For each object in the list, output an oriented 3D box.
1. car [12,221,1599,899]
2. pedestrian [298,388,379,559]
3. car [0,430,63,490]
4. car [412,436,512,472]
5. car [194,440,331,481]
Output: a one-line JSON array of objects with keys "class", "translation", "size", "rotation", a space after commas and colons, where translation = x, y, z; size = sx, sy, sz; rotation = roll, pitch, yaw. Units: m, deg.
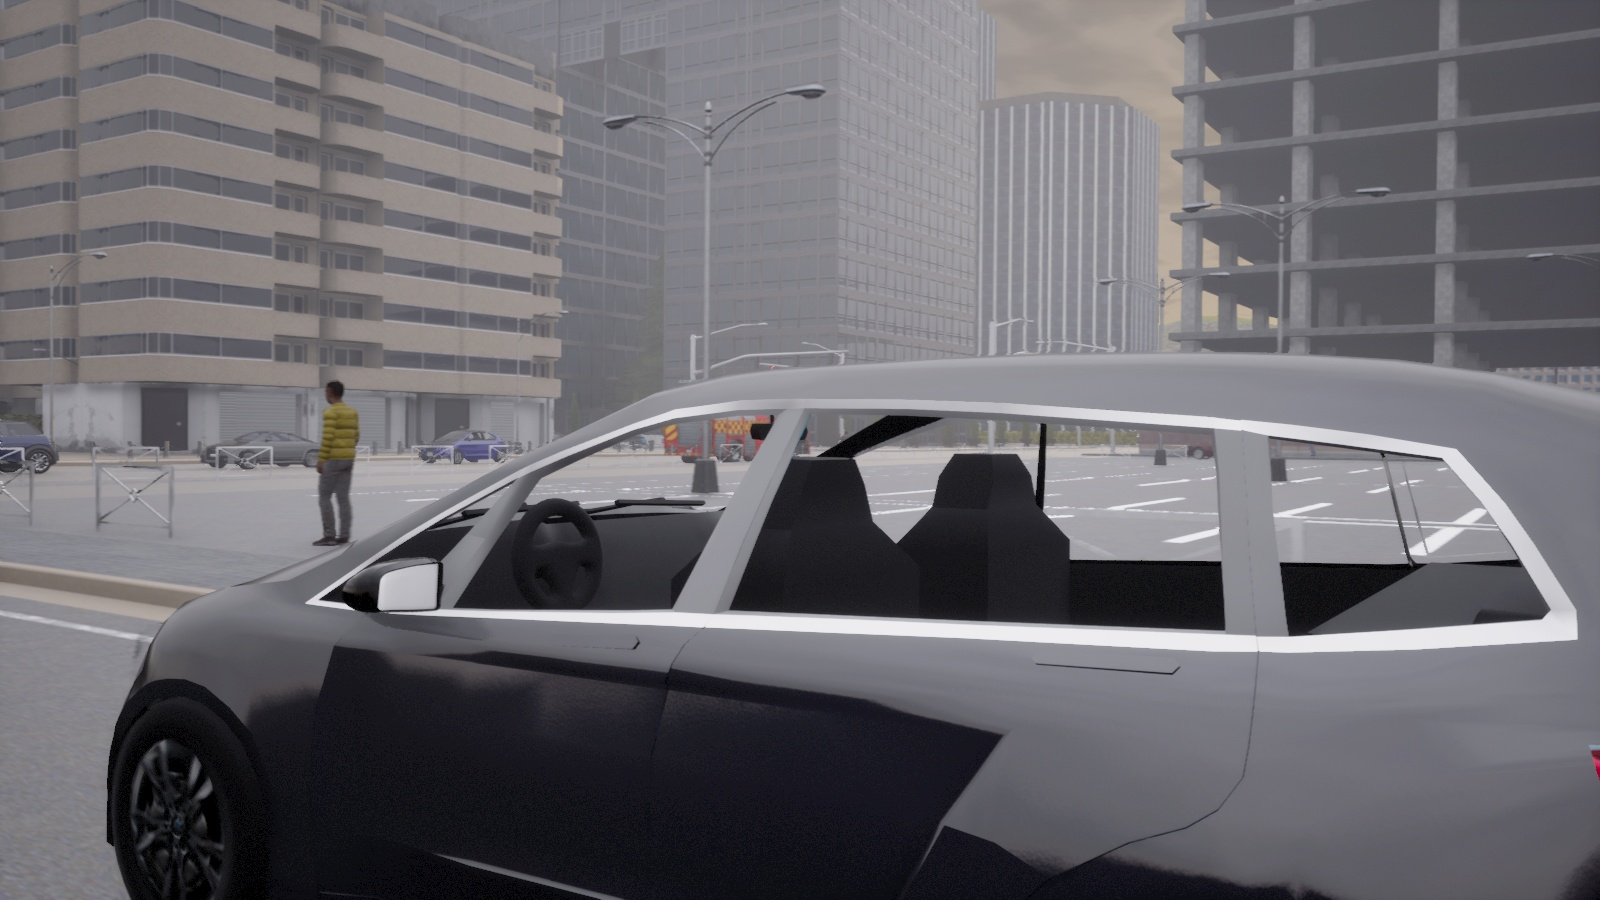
[{"class": "car", "translation": [0.116, 0.526, 3.544], "size": [4.611, 1.667, 2.242], "rotation": [0, 1, 34]}, {"class": "pedestrian", "translation": [-5.086, 0.247, 13.851], "size": [0.709, 1.840, 0.431], "rotation": [0, 1, 23]}, {"class": "car", "translation": [-24.900, 0.305, 37.435], "size": [2.097, 1.767, 4.553], "rotation": [0, 1, 32]}, {"class": "car", "translation": [-14.528, 0.136, 54.258], "size": [1.816, 1.474, 4.193], "rotation": [0, 1, 27]}, {"class": "car", "translation": [-19.598, 0.346, 45.930], "size": [1.994, 1.385, 4.181], "rotation": [0, 1, 33]}]
